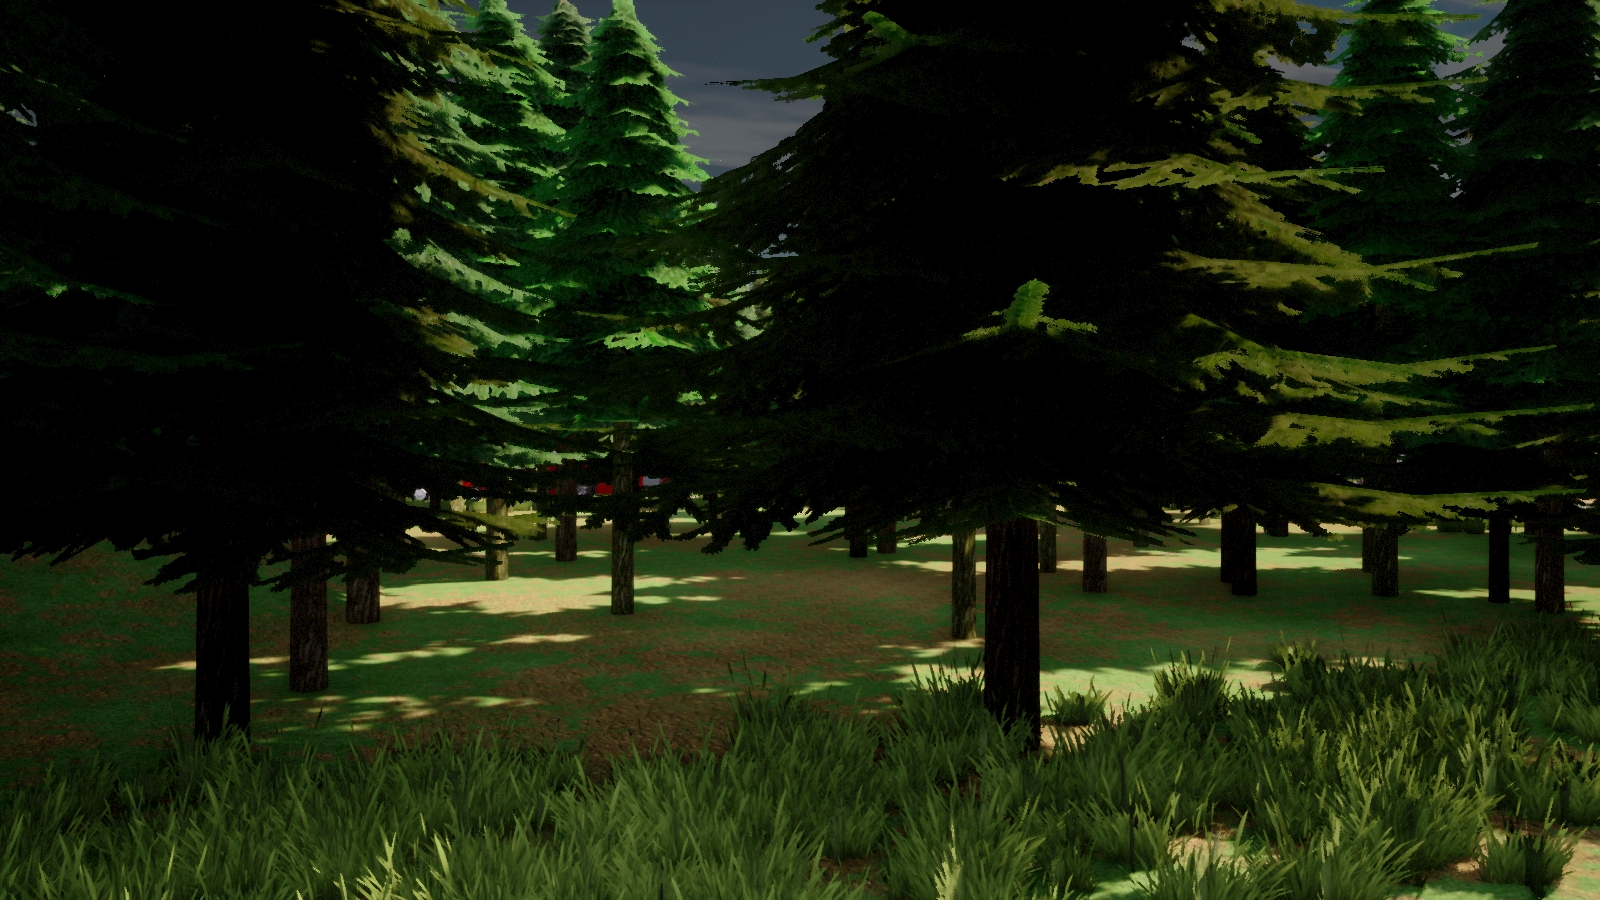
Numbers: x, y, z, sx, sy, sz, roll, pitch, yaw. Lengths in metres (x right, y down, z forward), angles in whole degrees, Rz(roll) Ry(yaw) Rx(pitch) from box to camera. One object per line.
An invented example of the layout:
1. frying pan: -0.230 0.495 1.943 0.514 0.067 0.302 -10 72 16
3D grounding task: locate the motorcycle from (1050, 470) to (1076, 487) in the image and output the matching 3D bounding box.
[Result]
1. motorcycle: 20.313 2.208 88.318 0.867 1.251 2.209 0 0 -21
